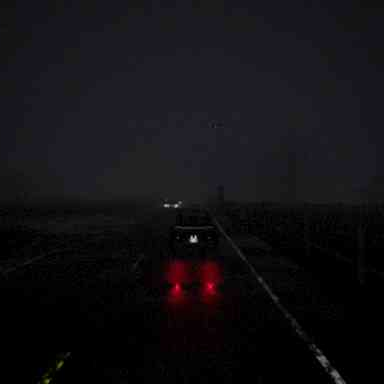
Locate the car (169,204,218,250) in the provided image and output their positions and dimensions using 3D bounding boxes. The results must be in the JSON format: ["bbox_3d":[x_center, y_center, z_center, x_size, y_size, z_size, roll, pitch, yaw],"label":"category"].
[{"bbox_3d":[0.072,1.490,14.237,2.128,1.511,4.902,0,0,0],"label":"car"}]

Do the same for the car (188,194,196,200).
[{"bbox_3d":[0.010,1.349,84.628,2.033,1.411,5.357,0,0,0],"label":"car"}]

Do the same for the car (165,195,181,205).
[{"bbox_3d":[-3.553,1.339,58.733,2.097,1.767,4.553,0,0,1],"label":"car"}]

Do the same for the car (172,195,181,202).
[{"bbox_3d":[-3.492,1.410,74.431,1.882,1.535,5.008,0,0,0],"label":"car"}]

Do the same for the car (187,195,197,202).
[{"bbox_3d":[0.009,1.505,74.622,1.812,1.442,4.674,0,0,0],"label":"car"}]
